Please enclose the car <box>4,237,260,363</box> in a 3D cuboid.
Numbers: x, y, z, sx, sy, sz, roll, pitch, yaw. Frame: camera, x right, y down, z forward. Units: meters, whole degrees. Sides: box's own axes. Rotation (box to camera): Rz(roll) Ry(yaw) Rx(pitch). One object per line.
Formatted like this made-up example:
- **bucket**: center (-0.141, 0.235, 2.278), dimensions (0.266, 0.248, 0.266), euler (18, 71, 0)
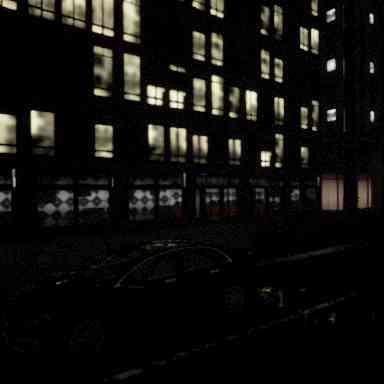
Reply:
- **car**: center (-0.738, 1.529, 5.752), dimensions (4.403, 1.369, 2.008), euler (-1, 0, -36)
